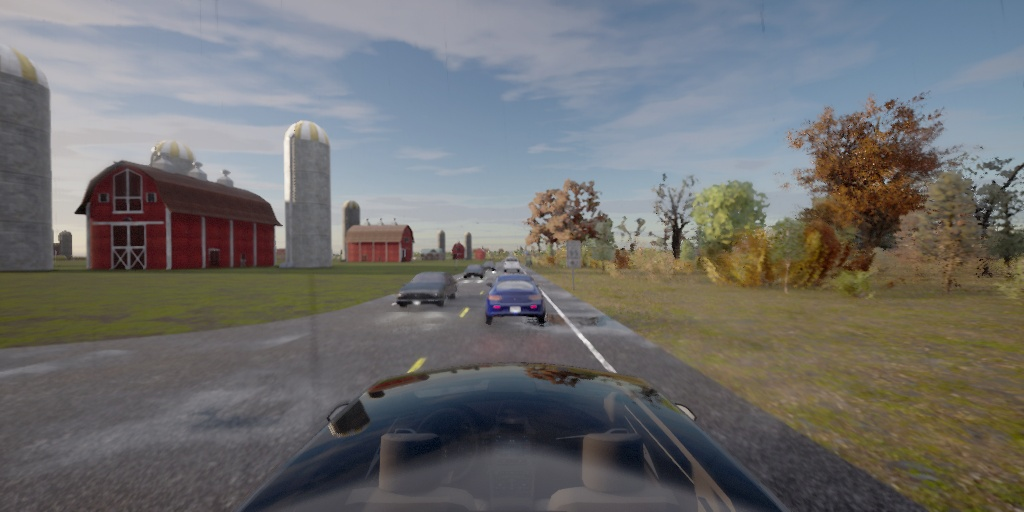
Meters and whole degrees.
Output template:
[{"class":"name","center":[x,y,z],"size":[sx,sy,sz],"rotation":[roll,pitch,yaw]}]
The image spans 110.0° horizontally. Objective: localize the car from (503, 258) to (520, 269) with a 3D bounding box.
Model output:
[{"class":"car","center":[-0.020,1.234,50.187],"size":[2.150,2.045,5.566],"rotation":[-1,0,0]}]

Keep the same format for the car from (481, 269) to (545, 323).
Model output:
[{"class":"car","center":[0.091,1.343,12.320],"size":[1.812,1.442,4.674],"rotation":[-1,0,0]}]

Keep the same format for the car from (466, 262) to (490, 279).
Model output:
[{"class":"car","center":[-3.607,1.519,35.426],"size":[2.033,1.411,5.357],"rotation":[-1,0,0]}]

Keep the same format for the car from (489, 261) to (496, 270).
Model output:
[{"class":"car","center":[-3.519,1.614,55.983],"size":[1.837,1.490,4.892],"rotation":[-1,0,0]}]

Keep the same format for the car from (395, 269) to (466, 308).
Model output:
[{"class":"car","center":[-3.610,1.420,16.268],"size":[2.033,1.411,5.357],"rotation":[-1,0,0]}]
